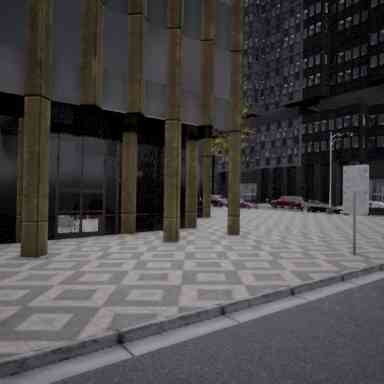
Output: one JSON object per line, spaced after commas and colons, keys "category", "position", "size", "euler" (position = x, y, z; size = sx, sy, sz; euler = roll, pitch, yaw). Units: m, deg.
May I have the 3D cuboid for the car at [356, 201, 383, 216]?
{"category": "car", "position": [16.284, 1.518, 29.295], "size": [2.008, 1.369, 4.403], "euler": [1, -1, -35]}

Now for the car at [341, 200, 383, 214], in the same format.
{"category": "car", "position": [20.034, 1.708, 38.733], "size": [2.008, 1.369, 4.403], "euler": [1, -1, -35]}

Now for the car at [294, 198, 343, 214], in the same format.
{"category": "car", "position": [13.091, 1.540, 33.790], "size": [1.947, 1.339, 4.313], "euler": [1, -1, -35]}

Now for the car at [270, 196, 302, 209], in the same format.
{"category": "car", "position": [13.653, 1.488, 47.724], "size": [2.192, 1.841, 5.009], "euler": [1, -1, -35]}

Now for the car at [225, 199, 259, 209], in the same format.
{"category": "car", "position": [6.705, 1.571, 42.778], "size": [1.802, 1.307, 4.206], "euler": [1, -1, -35]}

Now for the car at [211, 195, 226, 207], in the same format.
{"category": "car", "position": [3.516, 1.313, 47.276], "size": [2.192, 1.841, 5.009], "euler": [1, -1, -35]}

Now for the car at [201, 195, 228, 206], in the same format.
{"category": "car", "position": [4.076, 1.513, 61.206], "size": [2.192, 1.841, 5.009], "euler": [1, -1, -35]}
